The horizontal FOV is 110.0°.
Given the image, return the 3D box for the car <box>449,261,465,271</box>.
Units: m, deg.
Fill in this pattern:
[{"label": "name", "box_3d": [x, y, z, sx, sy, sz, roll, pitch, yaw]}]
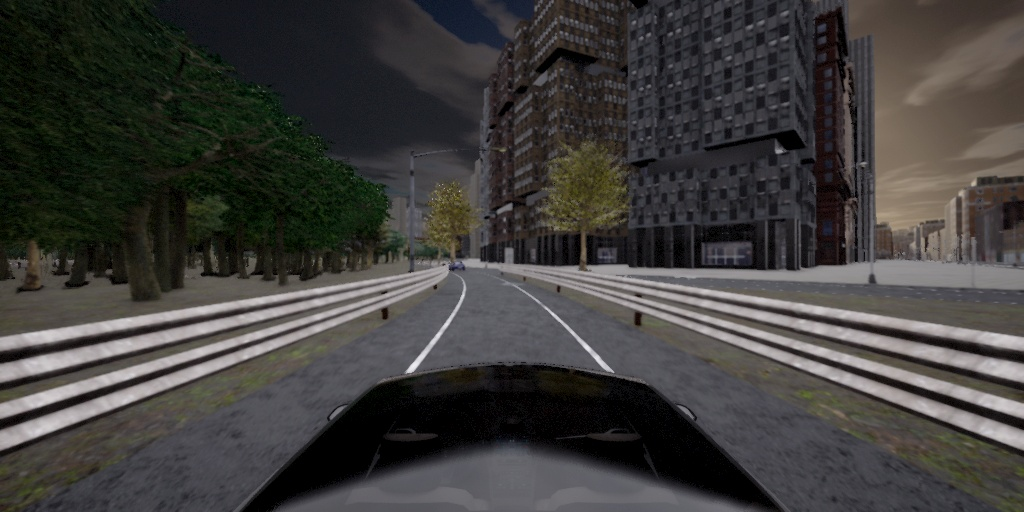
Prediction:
[{"label": "car", "box_3d": [-8.374, 1.525, 54.864, 1.812, 1.442, 4.674, 0, 0, -20]}]
